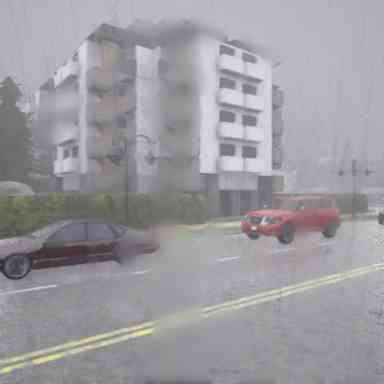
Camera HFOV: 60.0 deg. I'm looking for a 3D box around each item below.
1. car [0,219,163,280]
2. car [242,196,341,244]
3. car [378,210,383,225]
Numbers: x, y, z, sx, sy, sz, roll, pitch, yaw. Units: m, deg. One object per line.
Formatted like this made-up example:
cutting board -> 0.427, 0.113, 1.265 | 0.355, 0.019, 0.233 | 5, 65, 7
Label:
car -> -3.556, 1.547, 10.133 | 5.357, 1.411, 2.033 | 0, 0, -33
car -> 4.951, 1.223, 16.107 | 5.566, 2.045, 2.150 | 0, 0, -36
car -> 14.900, 1.481, 23.154 | 5.008, 1.535, 1.882 | -1, 1, -35
